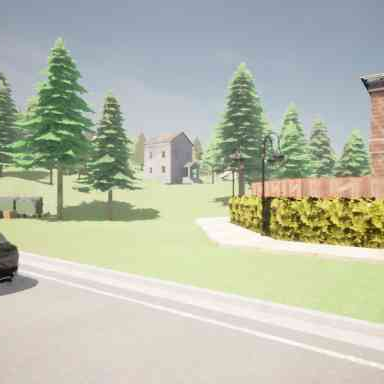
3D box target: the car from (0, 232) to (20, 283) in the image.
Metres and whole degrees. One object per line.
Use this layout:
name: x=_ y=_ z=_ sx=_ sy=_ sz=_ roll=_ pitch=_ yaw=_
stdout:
car: x=-6.287 y=1.504 z=8.473 sx=4.892 sy=1.490 sz=1.837 roll=0 pitch=0 yaw=36
